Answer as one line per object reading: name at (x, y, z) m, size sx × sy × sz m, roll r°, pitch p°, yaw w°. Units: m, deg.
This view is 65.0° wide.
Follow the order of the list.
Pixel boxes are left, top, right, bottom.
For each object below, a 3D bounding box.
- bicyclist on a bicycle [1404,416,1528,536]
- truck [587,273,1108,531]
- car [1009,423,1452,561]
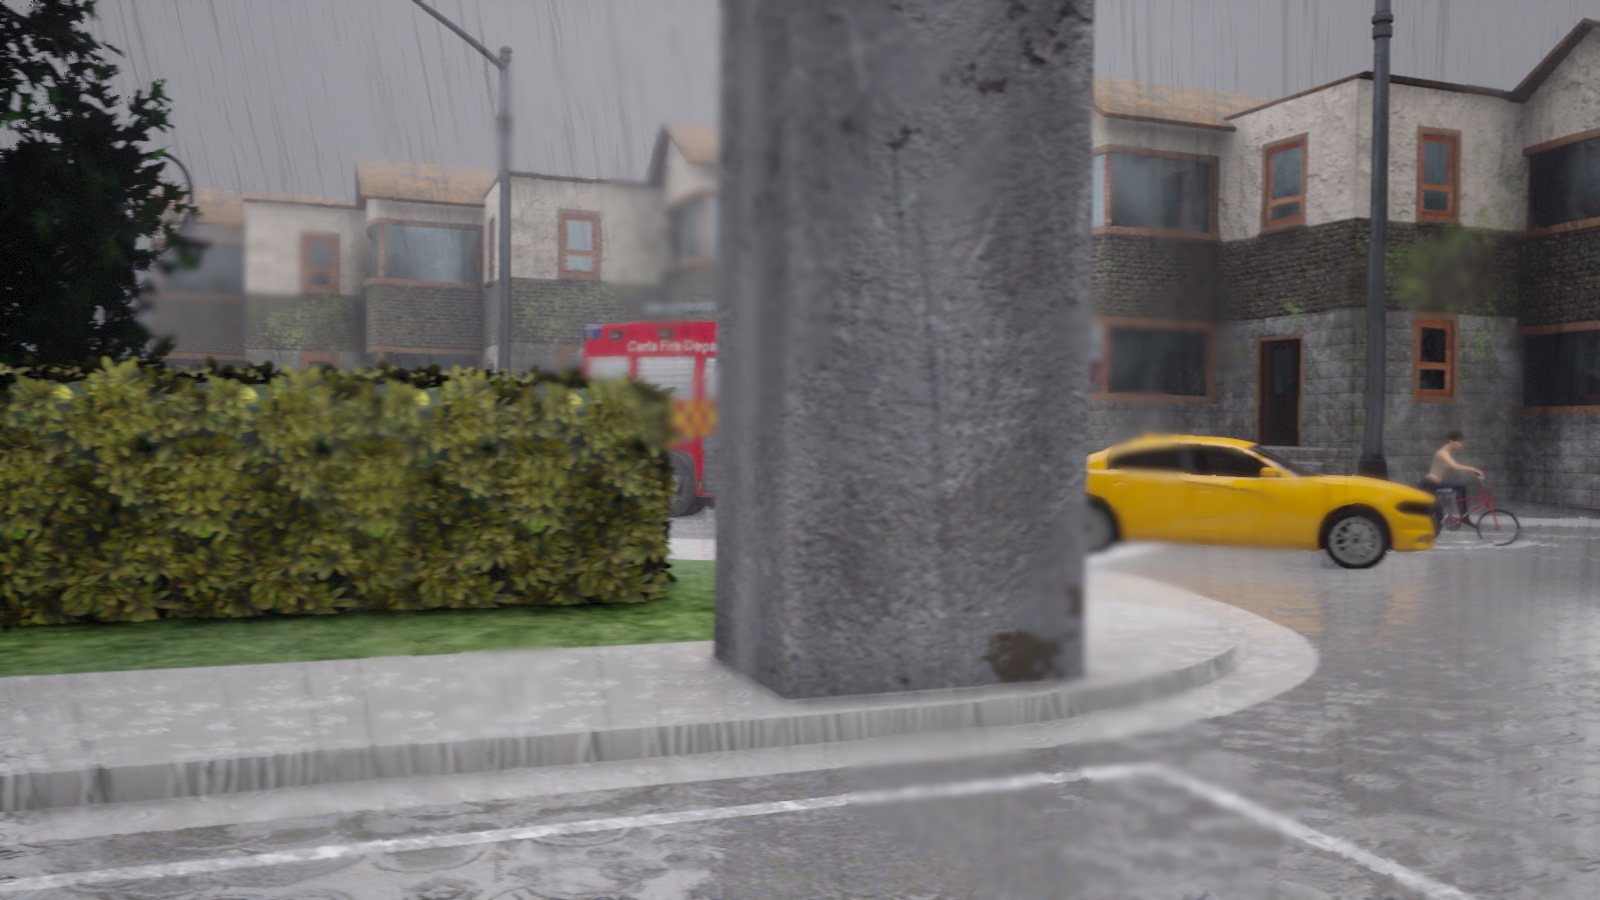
bicyclist on a bicycle at (9.330, 0.347, 17.634) m, size 1.509 × 1.612 × 0.866 m, roll 0°, pitch 1°, yaw 27°
truck at (0.744, -0.727, 21.664) m, size 8.468 × 3.827 × 2.891 m, roll 0°, pitch 1°, yaw 24°
car at (5.335, 0.460, 15.832) m, size 5.008 × 1.535 × 1.882 m, roll 0°, pitch 1°, yaw 24°
